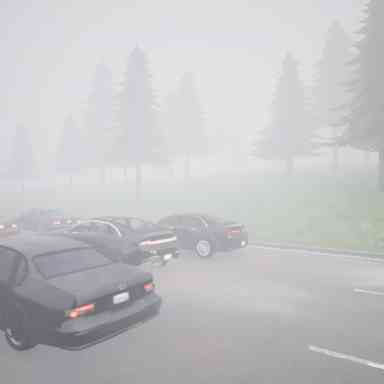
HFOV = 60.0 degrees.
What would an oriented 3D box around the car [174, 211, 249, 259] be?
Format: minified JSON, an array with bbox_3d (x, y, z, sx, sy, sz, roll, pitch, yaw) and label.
[{"bbox_3d":[-0.231,1.505,12.744,4.892,1.490,1.837,0,0,35],"label":"car"}]

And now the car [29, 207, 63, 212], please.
[{"bbox_3d":[-8.194,1.547,18.358,5.357,1.411,2.033,0,0,38],"label":"car"}]

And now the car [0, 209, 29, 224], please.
[{"bbox_3d":[-10.303,1.547,15.641,5.357,1.411,2.033,0,0,33],"label":"car"}]

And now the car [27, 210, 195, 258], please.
[{"bbox_3d":[-2.613,1.492,10.139,4.902,1.511,2.128,0,0,35],"label":"car"}]

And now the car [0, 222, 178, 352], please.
[{"bbox_3d":[-3.045,1.547,6.155,5.357,1.411,2.033,0,0,35],"label":"car"}]
